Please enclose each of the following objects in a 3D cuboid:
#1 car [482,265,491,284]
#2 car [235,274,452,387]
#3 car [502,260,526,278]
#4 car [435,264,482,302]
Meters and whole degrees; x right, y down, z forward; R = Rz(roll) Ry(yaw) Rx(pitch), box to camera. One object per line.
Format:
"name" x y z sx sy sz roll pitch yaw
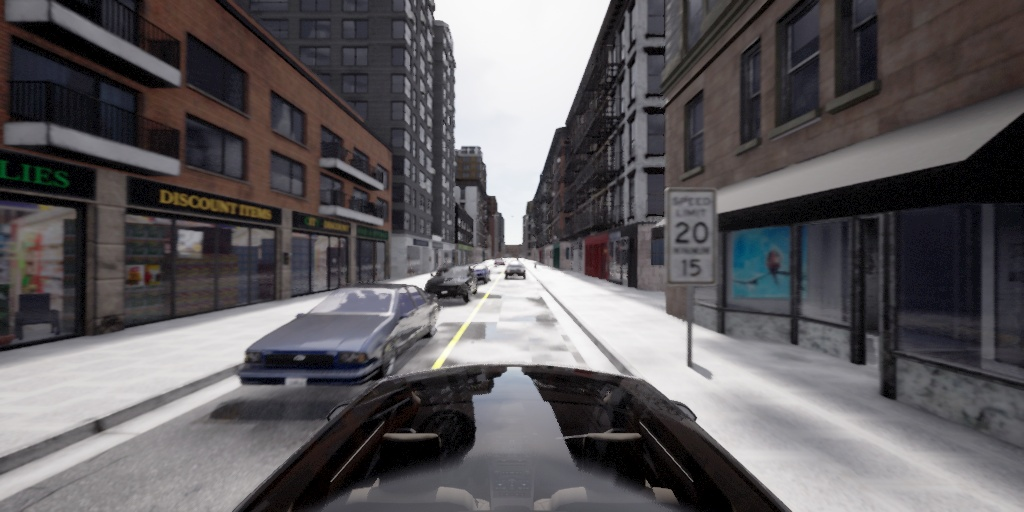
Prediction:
"car" -2.649 1.315 27.031 1.895 1.301 4.718 0 0 1
"car" -2.821 1.279 7.399 2.033 1.411 5.357 0 0 1
"car" 0.299 1.324 32.712 1.895 1.301 4.718 0 0 0
"car" -2.750 1.202 17.183 1.882 1.535 5.008 0 0 0
